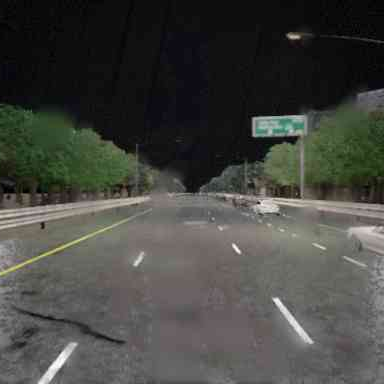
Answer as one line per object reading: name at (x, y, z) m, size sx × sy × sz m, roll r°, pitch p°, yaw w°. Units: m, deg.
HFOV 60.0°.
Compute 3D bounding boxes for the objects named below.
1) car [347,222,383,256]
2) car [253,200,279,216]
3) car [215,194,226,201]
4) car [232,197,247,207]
car at (6.999, 1.601, 10.942) m, size 1.895 × 1.301 × 4.718 m, roll 0°, pitch 0°, yaw 0°
car at (7.033, 1.517, 31.839) m, size 1.812 × 1.442 × 4.674 m, roll 0°, pitch 0°, yaw 0°
car at (7.145, 1.441, 80.051) m, size 1.837 × 1.490 × 4.892 m, roll 0°, pitch 0°, yaw 0°
car at (7.076, 1.458, 49.931) m, size 2.128 × 1.511 × 4.902 m, roll 0°, pitch 0°, yaw 0°
